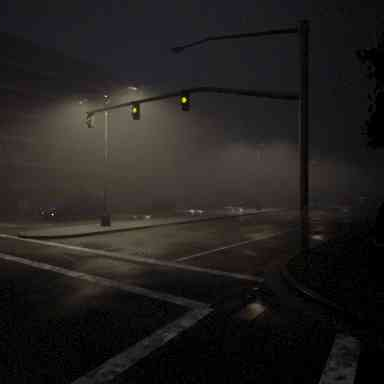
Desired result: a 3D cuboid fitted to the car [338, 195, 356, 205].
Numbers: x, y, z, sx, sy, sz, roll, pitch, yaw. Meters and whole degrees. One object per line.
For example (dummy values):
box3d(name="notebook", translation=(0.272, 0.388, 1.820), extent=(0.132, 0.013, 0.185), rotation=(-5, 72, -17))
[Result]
box3d(name="car", translation=(26.647, 1.352, 57.155), extent=(2.097, 1.767, 4.553), rotation=(0, 0, 36))

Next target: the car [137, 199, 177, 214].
box3d(name="car", translation=(-3.671, 1.478, 35.210), extent=(1.882, 1.535, 5.008), rotation=(0, 0, 36))

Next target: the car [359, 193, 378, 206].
box3d(name="car", translation=(28.715, 1.221, 54.042), extent=(2.150, 2.045, 5.566), rotation=(0, 0, 36))

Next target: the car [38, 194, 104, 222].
box3d(name="car", translation=(-9.535, 1.222, 27.110), extent=(2.150, 2.045, 5.566), rotation=(0, 0, 36))

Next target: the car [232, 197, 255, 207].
box3d(name="car", translation=(7.979, 1.505, 51.241), extent=(1.837, 1.490, 4.892), rotation=(0, 0, 36))

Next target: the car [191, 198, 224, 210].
box3d(name="car", translation=(2.114, 1.547, 43.201), extent=(2.033, 1.411, 5.357), rotation=(0, 0, 36))
